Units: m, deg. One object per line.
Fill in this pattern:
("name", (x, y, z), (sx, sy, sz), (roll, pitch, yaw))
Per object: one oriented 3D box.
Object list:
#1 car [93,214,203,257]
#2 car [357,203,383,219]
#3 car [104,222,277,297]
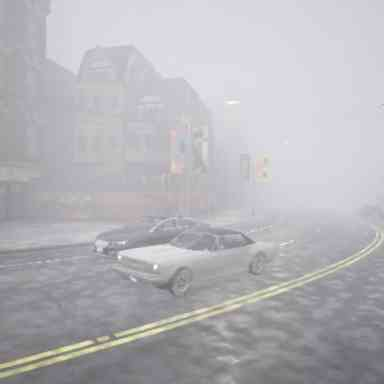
("car", (-1.239, 1.618, 12.452), (4.902, 1.511, 2.128), (1, -1, -45))
("car", (18.885, 1.977, 35.381), (1.837, 1.490, 4.892), (0, -1, 17))
("car", (0.284, 1.699, 9.075), (4.718, 1.301, 1.895), (1, -1, -43))
